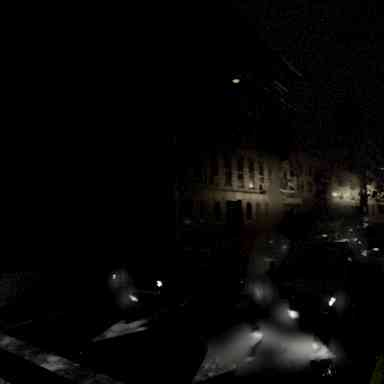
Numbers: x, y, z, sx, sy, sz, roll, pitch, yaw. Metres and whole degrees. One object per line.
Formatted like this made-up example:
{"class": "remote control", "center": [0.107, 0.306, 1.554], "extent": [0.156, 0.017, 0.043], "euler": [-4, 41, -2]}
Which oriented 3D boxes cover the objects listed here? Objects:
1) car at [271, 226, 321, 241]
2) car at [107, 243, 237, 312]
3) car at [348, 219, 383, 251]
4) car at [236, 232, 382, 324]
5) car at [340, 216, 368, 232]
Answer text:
{"class": "car", "center": [5.436, 2.431, 16.685], "extent": [1.994, 1.385, 4.181], "euler": [-4, -4, 38]}
{"class": "car", "center": [-0.005, 2.164, 9.298], "extent": [1.895, 1.301, 4.718], "euler": [-4, -4, 36]}
{"class": "car", "center": [10.049, 2.342, 17.520], "extent": [2.033, 1.411, 5.357], "euler": [-4, -4, 36]}
{"class": "car", "center": [3.302, 1.967, 8.373], "extent": [2.033, 1.411, 5.357], "euler": [-4, -4, 34]}
{"class": "car", "center": [14.118, 2.840, 28.534], "extent": [2.128, 1.511, 4.902], "euler": [-4, -4, 36]}
